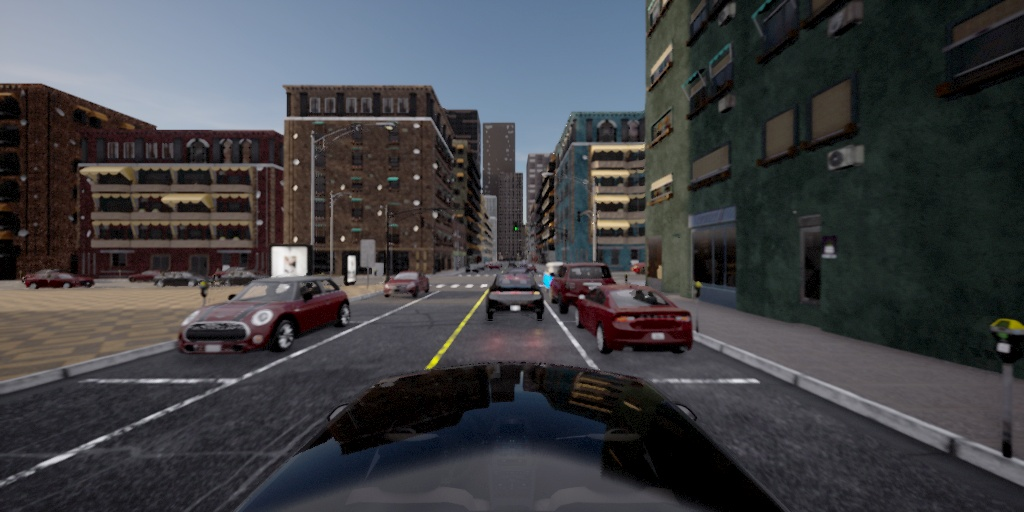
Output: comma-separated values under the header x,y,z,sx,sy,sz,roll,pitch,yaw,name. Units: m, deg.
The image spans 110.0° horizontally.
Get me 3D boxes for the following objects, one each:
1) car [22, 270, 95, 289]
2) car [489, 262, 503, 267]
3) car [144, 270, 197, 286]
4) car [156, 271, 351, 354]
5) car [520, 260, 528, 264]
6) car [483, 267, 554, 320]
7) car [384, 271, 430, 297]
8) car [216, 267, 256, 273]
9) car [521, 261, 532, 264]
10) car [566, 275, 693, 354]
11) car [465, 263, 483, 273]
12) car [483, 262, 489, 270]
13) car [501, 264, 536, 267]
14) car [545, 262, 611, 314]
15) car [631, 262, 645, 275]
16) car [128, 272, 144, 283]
x,y,z,sx,sy,sz,roll,pitch,yaw,name
-38.393,2.117,30.567,4.507,1.381,1.888,0,0,0,car
-3.036,1.907,64.343,1.895,1.301,4.718,0,-1,1,car
-27.964,1.971,30.598,4.403,1.370,2.007,0,0,0,car
-5.692,1.251,8.819,1.967,1.591,4.097,0,0,0,car
2.686,1.811,57.790,1.948,1.339,4.313,0,0,0,car
0.099,1.339,13.013,2.128,1.511,4.902,0,0,0,car
-5.693,1.489,19.875,1.802,1.307,4.207,0,0,0,car
-22.395,1.890,30.639,4.403,1.370,2.007,0,0,0,car
2.686,1.776,52.267,1.802,1.307,4.207,0,0,0,car
2.689,1.356,8.819,1.888,1.381,4.507,0,0,0,car
-5.695,1.760,52.278,1.948,1.339,4.313,0,0,0,car
-5.695,1.862,63.325,1.948,1.339,4.313,0,0,0,car
0.684,1.527,26.341,1.994,1.385,4.181,0,-1,9,car
2.689,1.173,14.347,2.192,1.841,5.009,0,0,0,car
15.770,1.109,39.431,5.009,1.841,2.192,0,0,0,car
-39.165,2.174,39.105,4.207,1.307,1.802,0,0,0,car
